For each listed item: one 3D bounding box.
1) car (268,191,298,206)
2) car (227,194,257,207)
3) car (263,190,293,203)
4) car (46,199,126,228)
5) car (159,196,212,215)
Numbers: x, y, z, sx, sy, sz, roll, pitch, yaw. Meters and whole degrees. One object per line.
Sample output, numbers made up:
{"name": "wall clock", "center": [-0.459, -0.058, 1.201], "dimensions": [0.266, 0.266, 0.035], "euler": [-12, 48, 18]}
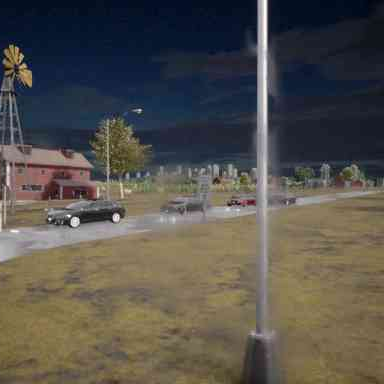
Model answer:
{"name": "car", "center": [10.499, 0.762, 37.813], "dimensions": [1.837, 1.490, 4.892], "euler": [1, 2, 36]}
{"name": "car", "center": [5.471, 0.861, 35.893], "dimensions": [1.994, 1.385, 4.181], "euler": [1, 2, 36]}
{"name": "car", "center": [11.476, 0.576, 44.108], "dimensions": [2.128, 1.511, 4.902], "euler": [1, 2, 36]}
{"name": "car", "center": [-6.202, 1.201, 19.863], "dimensions": [1.837, 1.490, 4.892], "euler": [1, 2, 37]}
{"name": "car", "center": [-0.386, 1.048, 27.827], "dimensions": [2.033, 1.411, 5.357], "euler": [1, 2, 36]}
